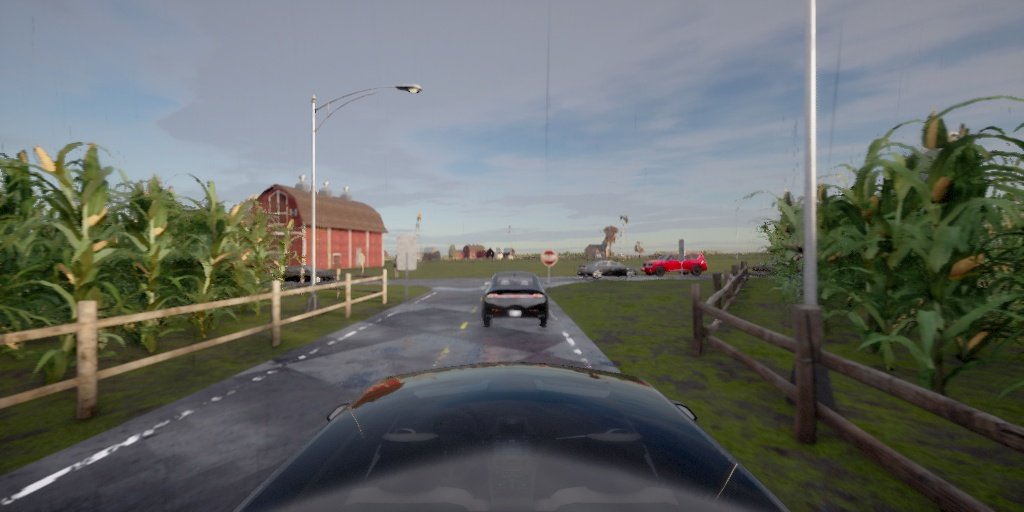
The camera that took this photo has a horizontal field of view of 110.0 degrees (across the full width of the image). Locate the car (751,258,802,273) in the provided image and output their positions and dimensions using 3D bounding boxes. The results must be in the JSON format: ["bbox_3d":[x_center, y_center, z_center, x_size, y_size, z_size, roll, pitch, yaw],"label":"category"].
[{"bbox_3d":[24.558,0.835,32.884,4.892,1.490,1.837,-1,0,-7],"label":"car"}]

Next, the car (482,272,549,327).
[{"bbox_3d":[0.091,1.244,11.543,2.128,1.511,4.902,0,0,0],"label":"car"}]

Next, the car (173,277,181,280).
[{"bbox_3d":[-28.194,1.733,30.710,5.357,1.411,2.033,-1,-1,8],"label":"car"}]

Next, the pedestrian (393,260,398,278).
[{"bbox_3d":[-11.234,1.245,34.864,0.375,1.860,0.375,0,0,4],"label":"pedestrian"}]

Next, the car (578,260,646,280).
[{"bbox_3d":[7.626,1.081,28.391,4.902,1.511,2.128,-1,-1,-13],"label":"car"}]

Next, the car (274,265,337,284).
[{"bbox_3d":[-16.910,1.476,29.422,5.008,1.535,1.882,-1,-1,5],"label":"car"}]

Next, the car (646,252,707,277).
[{"bbox_3d":[14.377,0.726,31.959,5.566,2.045,2.150,-1,0,-4],"label":"car"}]
